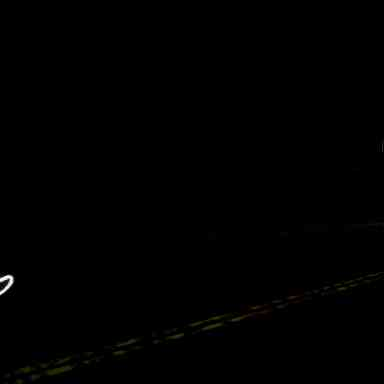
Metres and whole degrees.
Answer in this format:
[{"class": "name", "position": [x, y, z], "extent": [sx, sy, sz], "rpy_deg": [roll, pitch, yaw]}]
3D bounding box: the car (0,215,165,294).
[{"class": "car", "position": [-3.415, 1.519, 9.251], "extent": [4.902, 1.511, 2.128], "rpy_deg": [1, 0, -36]}]

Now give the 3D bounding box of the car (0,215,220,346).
[{"class": "car", "position": [-1.686, 1.377, 6.492], "extent": [4.553, 1.767, 2.097], "rpy_deg": [1, 0, -36]}]
